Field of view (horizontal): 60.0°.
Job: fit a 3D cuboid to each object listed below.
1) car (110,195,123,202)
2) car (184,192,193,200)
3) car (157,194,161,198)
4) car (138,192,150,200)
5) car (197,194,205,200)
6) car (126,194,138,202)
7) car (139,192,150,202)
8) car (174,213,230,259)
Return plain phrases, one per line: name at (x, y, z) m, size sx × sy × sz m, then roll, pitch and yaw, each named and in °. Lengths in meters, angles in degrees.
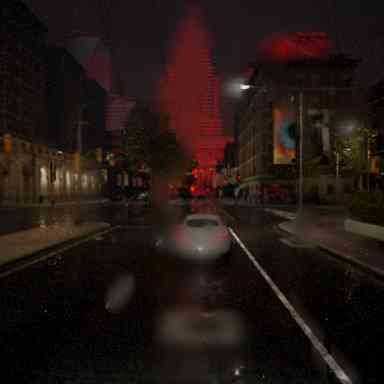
car at (-16.320, 1.405, 72.230) m, size 1.895 × 1.301 × 4.718 m, roll 0°, pitch 0°, yaw 1°
car at (-1.040, 1.044, 91.464) m, size 2.150 × 2.045 × 5.566 m, roll 0°, pitch 0°, yaw 2°
car at (-9.139, 1.282, 87.980) m, size 1.882 × 1.535 × 5.008 m, roll 0°, pitch 0°, yaw 2°
car at (-12.637, 1.018, 88.039) m, size 2.150 × 2.045 × 5.566 m, roll 0°, pitch 0°, yaw 2°
car at (2.457, 1.331, 91.340) m, size 1.837 × 1.490 × 4.892 m, roll 0°, pitch 0°, yaw 2°
car at (-13.061, 1.320, 72.511) m, size 1.837 × 1.490 × 4.892 m, roll 0°, pitch 0°, yaw 2°
car at (-9.562, 1.372, 72.426) m, size 2.033 × 1.411 × 5.357 m, roll 0°, pitch 0°, yaw 2°
car at (0.384, 1.504, 12.331) m, size 1.812 × 1.442 × 4.674 m, roll 0°, pitch 0°, yaw 2°
